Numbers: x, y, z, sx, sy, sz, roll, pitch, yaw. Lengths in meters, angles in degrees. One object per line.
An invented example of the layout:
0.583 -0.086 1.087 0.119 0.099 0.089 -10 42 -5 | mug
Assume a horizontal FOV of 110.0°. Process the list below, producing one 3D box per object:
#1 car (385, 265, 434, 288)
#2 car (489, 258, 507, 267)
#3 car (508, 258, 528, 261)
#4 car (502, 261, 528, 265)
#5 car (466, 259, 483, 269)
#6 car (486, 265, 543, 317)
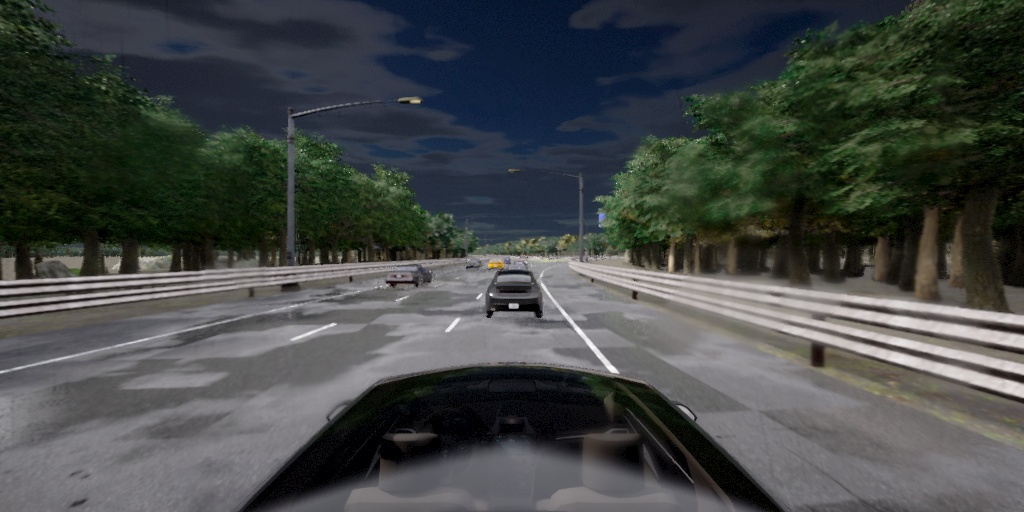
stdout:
-6.685 1.284 23.958 2.033 1.411 5.357 0 0 2 | car
-2.175 1.150 51.145 1.882 1.535 5.008 0 0 2 | car
0.868 1.272 42.148 1.994 1.385 4.181 0 0 2 | car
0.424 1.335 29.724 1.895 1.301 4.718 0 0 2 | car
-5.595 1.207 53.676 2.033 1.411 5.357 0 0 3 | car
0.087 1.255 13.212 1.837 1.490 4.892 0 0 1 | car
